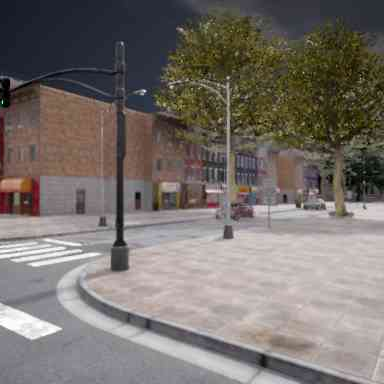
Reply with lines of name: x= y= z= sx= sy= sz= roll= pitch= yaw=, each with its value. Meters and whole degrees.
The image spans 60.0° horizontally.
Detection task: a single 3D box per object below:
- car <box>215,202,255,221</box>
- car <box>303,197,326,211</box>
car: x=3.706 y=1.619 z=28.037 sx=1.812 sy=1.442 sz=4.674 roll=0 pitch=0 yaw=36
car: x=17.166 y=1.648 z=46.563 sx=2.097 sy=1.767 sz=4.553 roll=0 pitch=0 yaw=36
